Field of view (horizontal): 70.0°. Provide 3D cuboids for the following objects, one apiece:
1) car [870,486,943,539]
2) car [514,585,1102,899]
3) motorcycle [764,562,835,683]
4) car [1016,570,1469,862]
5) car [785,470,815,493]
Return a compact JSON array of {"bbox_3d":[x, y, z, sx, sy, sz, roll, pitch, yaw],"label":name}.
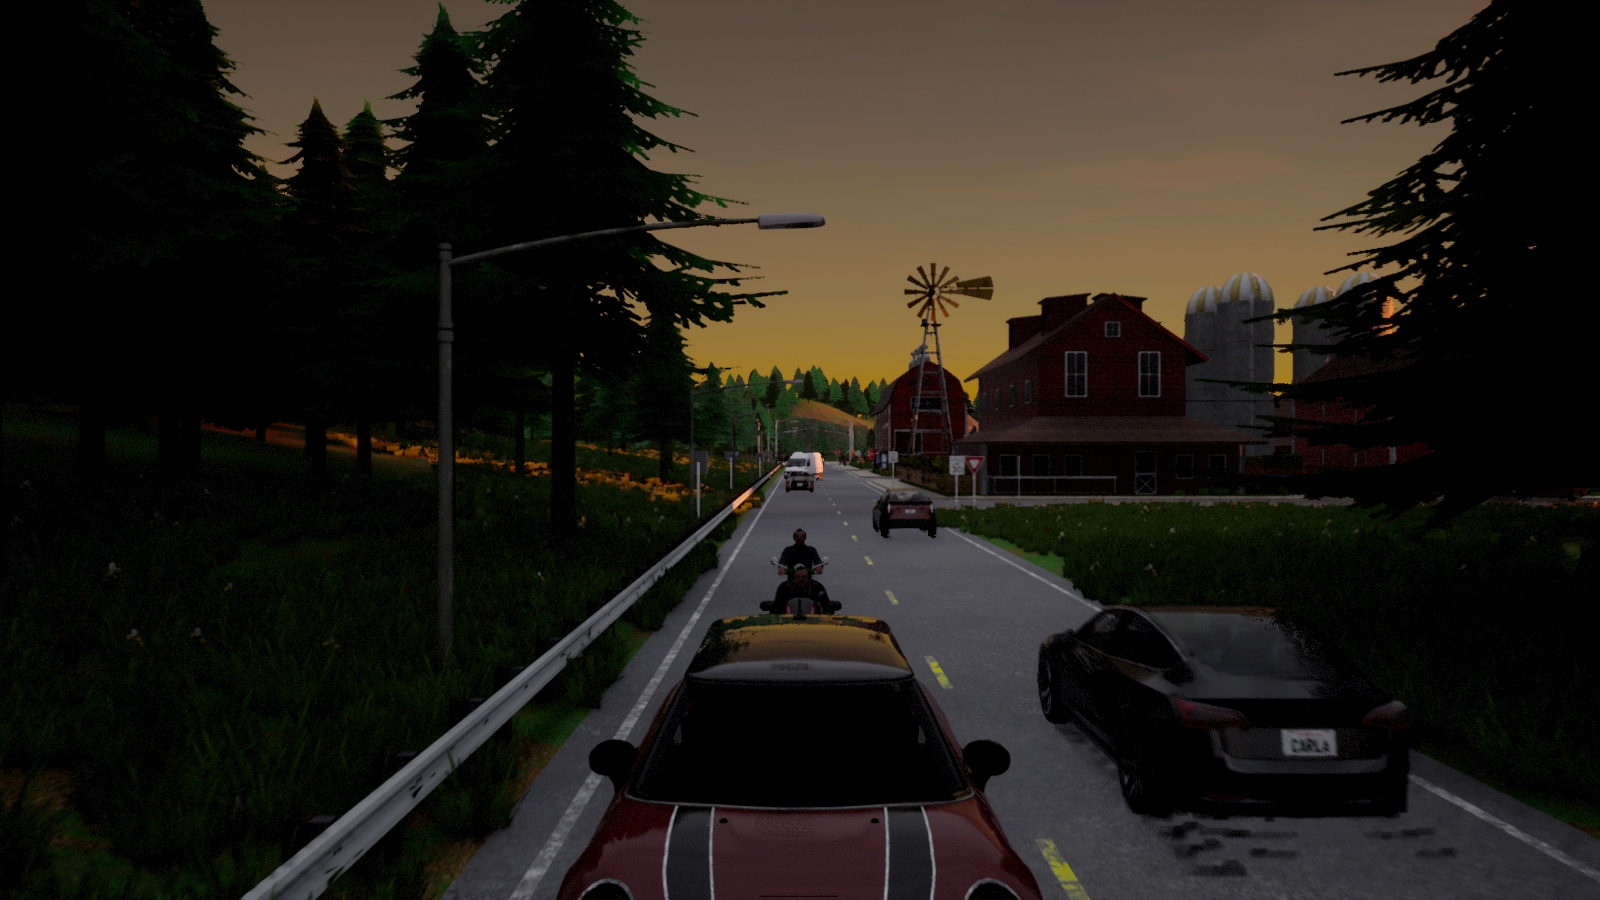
[{"bbox_3d":[3.489,2.043,38.295,2.007,1.525,4.514,0,0,0],"label":"car"},{"bbox_3d":[0.029,1.906,6.356,2.097,1.767,4.553,0,0,0],"label":"car"},{"bbox_3d":[-0.004,2.207,14.983,0.867,1.251,2.209,0,0,0],"label":"motorcycle"},{"bbox_3d":[3.470,2.064,10.184,2.163,1.488,4.792,0,0,0],"label":"car"},{"bbox_3d":[-0.019,2.072,76.190,1.970,1.475,3.806,0,0,0],"label":"car"}]
